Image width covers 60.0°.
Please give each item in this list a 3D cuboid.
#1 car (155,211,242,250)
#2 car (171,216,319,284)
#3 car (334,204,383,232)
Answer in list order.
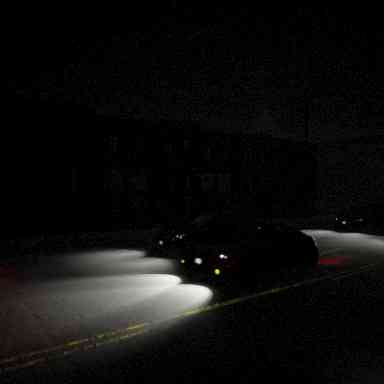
[{"bbox_3d":[0.786,1.523,13.205,4.674,1.442,1.812,0,0,-36],"label":"car"},{"bbox_3d":[1.770,1.563,9.603,4.181,1.385,1.994,0,0,-36],"label":"car"},{"bbox_3d":[10.606,1.504,20.296,4.892,1.490,1.837,0,0,-36],"label":"car"}]
